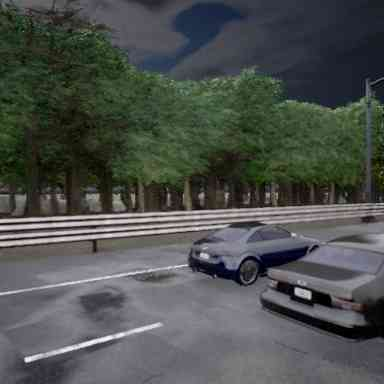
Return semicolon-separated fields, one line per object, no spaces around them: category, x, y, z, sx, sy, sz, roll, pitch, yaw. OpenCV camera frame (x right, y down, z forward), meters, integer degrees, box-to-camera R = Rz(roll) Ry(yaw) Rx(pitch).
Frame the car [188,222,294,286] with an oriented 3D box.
car;1.943;1.557;9.437;4.181;1.385;1.994;0;0;-35

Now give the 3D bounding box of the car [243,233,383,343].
car;3.682;1.541;6.377;5.357;1.411;2.033;0;0;-36
